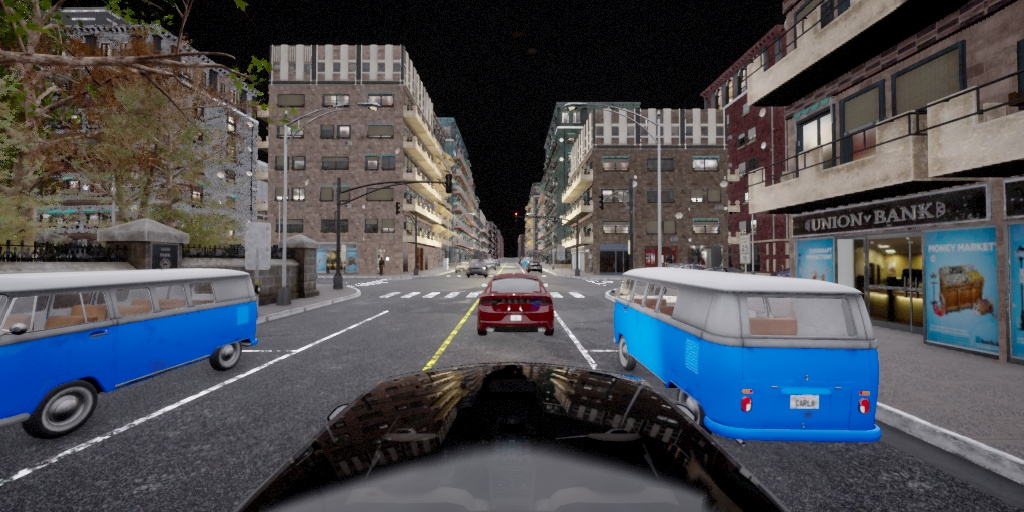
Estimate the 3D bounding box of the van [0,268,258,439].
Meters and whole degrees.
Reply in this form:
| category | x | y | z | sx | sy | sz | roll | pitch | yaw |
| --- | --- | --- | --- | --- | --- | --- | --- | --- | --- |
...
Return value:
| category | x | y | z | sx | sy | sz | roll | pitch | yaw |
| --- | --- | --- | --- | --- | --- | --- | --- | --- | --- |
| van | -5.659 | 1.092 | 5.110 | 1.690 | 1.789 | 3.998 | 0 | 0 | 0 |

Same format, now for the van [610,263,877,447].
| category | x | y | z | sx | sy | sz | roll | pitch | yaw |
| --- | --- | --- | --- | --- | --- | --- | --- | --- | --- |
| van | 2.655 | 1.092 | 5.116 | 1.690 | 1.789 | 3.998 | 0 | 0 | 0 |

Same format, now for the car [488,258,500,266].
| category | x | y | z | sx | sy | sz | roll | pitch | yaw |
| --- | --- | --- | --- | --- | --- | --- | --- | --- | --- |
| car | -3.135 | 1.259 | 50.464 | 2.128 | 1.511 | 4.902 | 0 | 0 | 0 |

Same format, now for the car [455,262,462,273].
| category | x | y | z | sx | sy | sz | roll | pitch | yaw |
| --- | --- | --- | --- | --- | --- | --- | --- | --- | --- |
| car | -5.725 | 1.290 | 42.885 | 1.751 | 1.417 | 4.829 | 0 | 0 | 0 |

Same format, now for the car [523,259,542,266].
| category | x | y | z | sx | sy | sz | roll | pitch | yaw |
| --- | --- | --- | --- | --- | --- | --- | --- | --- | --- |
| car | 2.655 | 1.330 | 43.063 | 1.948 | 1.339 | 4.313 | 0 | 0 | 0 |

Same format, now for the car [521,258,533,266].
| category | x | y | z | sx | sy | sz | roll | pitch | yaw |
| --- | --- | --- | --- | --- | --- | --- | --- | --- | --- |
| car | 2.650 | 1.317 | 48.705 | 2.007 | 1.370 | 4.403 | 0 | 0 | 0 |

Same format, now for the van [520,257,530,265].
| category | x | y | z | sx | sy | sz | roll | pitch | yaw |
| --- | --- | --- | --- | --- | --- | --- | --- | --- | --- |
| van | 2.640 | 1.112 | 59.990 | 1.690 | 1.789 | 3.998 | 0 | 0 | 0 |

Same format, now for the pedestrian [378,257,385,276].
| category | x | y | z | sx | sy | sz | roll | pitch | yaw |
| --- | --- | --- | --- | --- | --- | --- | --- | --- | --- |
| pedestrian | -12.568 | 0.968 | 34.491 | 0.375 | 1.860 | 0.375 | 0 | -1 | 1 |

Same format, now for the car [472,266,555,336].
| category | x | y | z | sx | sy | sz | roll | pitch | yaw |
| --- | --- | --- | --- | --- | --- | --- | --- | --- | --- |
| car | 0.090 | 1.230 | 10.475 | 1.882 | 1.535 | 5.008 | 0 | 0 | 0 |

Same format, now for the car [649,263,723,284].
| category | x | y | z | sx | sy | sz | roll | pitch | yaw |
| --- | --- | --- | --- | --- | --- | --- | --- | --- | --- |
| car | 13.772 | 1.364 | 28.667 | 4.902 | 1.511 | 2.128 | 0 | -1 | 1 |

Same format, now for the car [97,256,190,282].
| category | x | y | z | sx | sy | sz | roll | pitch | yaw |
| --- | --- | --- | --- | --- | --- | --- | --- | --- | --- |
| car | -26.484 | 0.946 | 25.905 | 4.553 | 1.767 | 2.097 | 0 | -1 | 1 |

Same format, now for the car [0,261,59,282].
| category | x | y | z | sx | sy | sz | roll | pitch | yaw |
| --- | --- | --- | --- | --- | --- | --- | --- | --- | --- |
| car | -36.810 | 1.086 | 26.020 | 5.357 | 1.411 | 2.033 | 0 | -1 | 0 |

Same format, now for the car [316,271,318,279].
| category | x | y | z | sx | sy | sz | roll | pitch | yaw |
| --- | --- | --- | --- | --- | --- | --- | --- | --- | --- |
| car | -16.626 | 1.139 | 25.794 | 4.902 | 1.511 | 2.128 | 0 | -1 | 1 |

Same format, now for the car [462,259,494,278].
| category | x | y | z | sx | sy | sz | roll | pitch | yaw |
| --- | --- | --- | --- | --- | --- | --- | --- | --- | --- |
| car | -3.138 | 1.308 | 33.782 | 2.033 | 1.411 | 5.357 | 0 | 0 | 0 |
